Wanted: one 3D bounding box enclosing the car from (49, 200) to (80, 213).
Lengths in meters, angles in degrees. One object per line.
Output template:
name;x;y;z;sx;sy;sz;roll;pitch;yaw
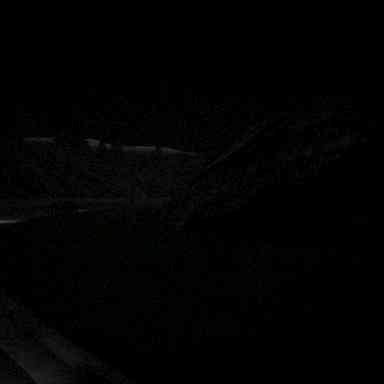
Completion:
car;-15.352;1.712;40.124;1.812;1.442;4.674;0;-1;10
